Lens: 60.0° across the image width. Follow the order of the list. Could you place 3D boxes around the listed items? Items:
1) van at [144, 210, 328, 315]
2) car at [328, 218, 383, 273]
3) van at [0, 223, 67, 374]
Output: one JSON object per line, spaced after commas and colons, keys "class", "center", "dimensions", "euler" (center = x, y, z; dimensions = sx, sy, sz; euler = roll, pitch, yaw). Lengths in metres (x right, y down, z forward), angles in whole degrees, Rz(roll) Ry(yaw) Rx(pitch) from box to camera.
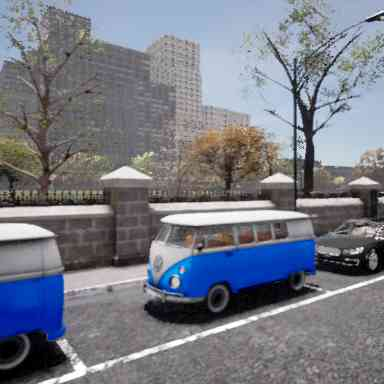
{"class": "van", "center": [0.975, 1.328, 7.251], "dimensions": [3.998, 1.788, 1.690], "euler": [0, 0, -35]}
{"class": "car", "center": [5.559, 1.523, 10.520], "dimensions": [4.403, 1.369, 2.008], "euler": [0, 0, -35]}
{"class": "van", "center": [-3.609, 1.343, 3.983], "dimensions": [3.998, 1.788, 1.690], "euler": [0, 0, -35]}
